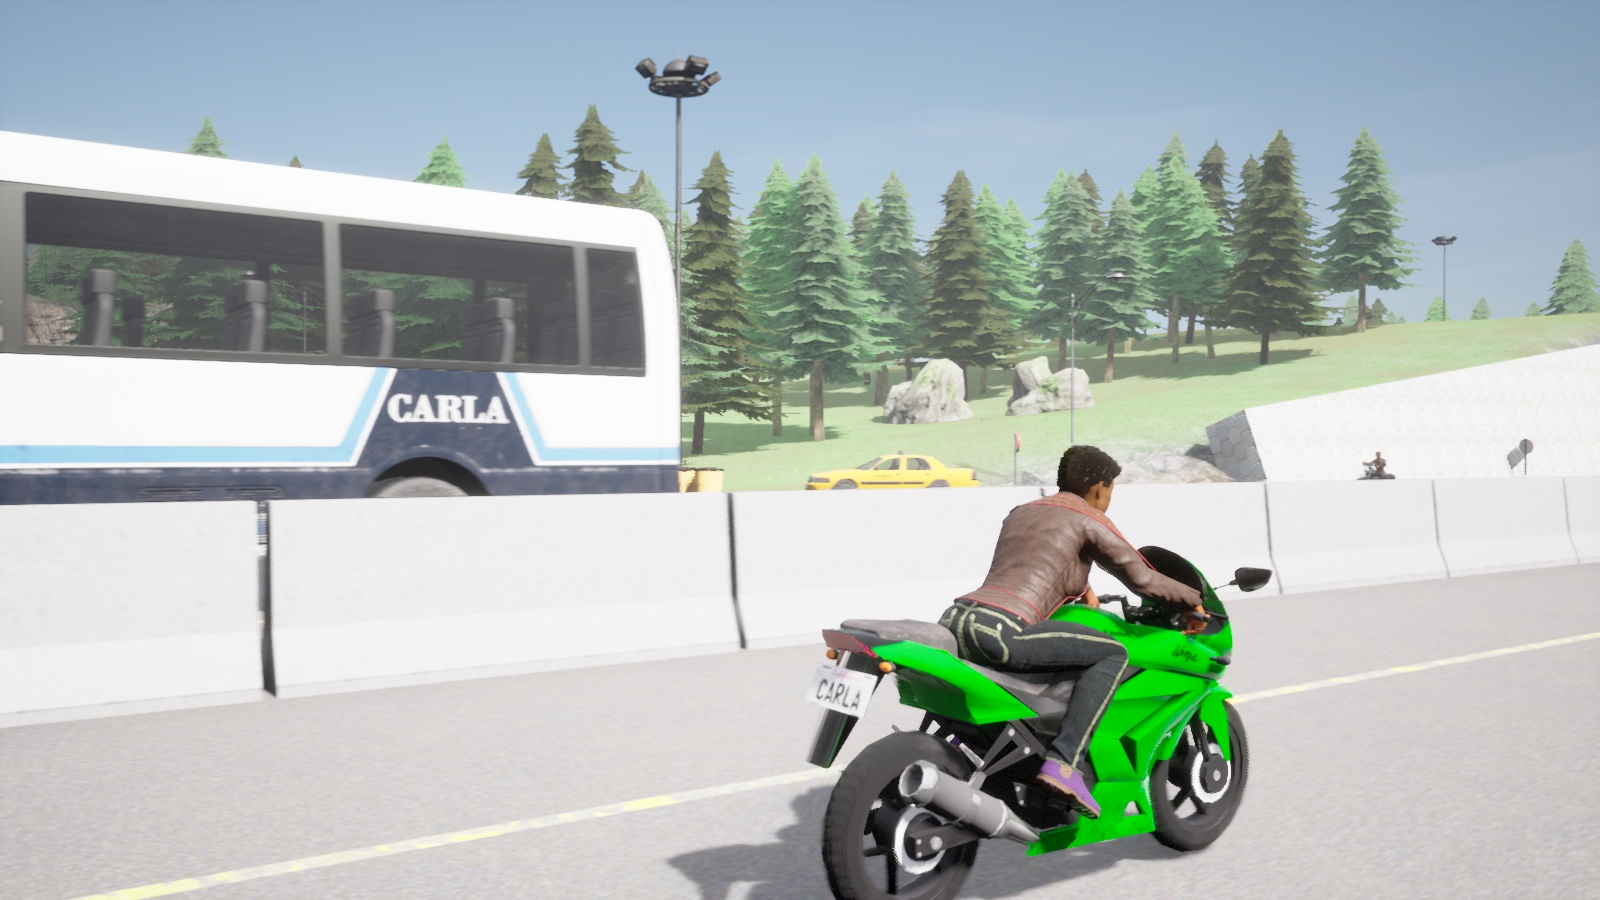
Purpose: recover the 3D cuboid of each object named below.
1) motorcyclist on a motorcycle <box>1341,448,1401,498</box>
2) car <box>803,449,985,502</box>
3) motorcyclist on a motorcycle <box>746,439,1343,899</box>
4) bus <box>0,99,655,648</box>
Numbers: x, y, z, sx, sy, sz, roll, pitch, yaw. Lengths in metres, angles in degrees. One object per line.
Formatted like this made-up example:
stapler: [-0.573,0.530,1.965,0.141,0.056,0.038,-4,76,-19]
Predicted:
motorcyclist on a motorcycle: [19.471,0.759,42.797,2.350,1.649,0.766,0,0,-35]
car: [2.884,0.773,39.054,5.366,1.575,1.801,0,0,-8]
motorcyclist on a motorcycle: [0.894,0.735,4.281,2.044,1.523,0.797,0,0,-35]
bus: [-6.852,-0.589,11.688,10.273,4.253,3.944,0,0,-35]
